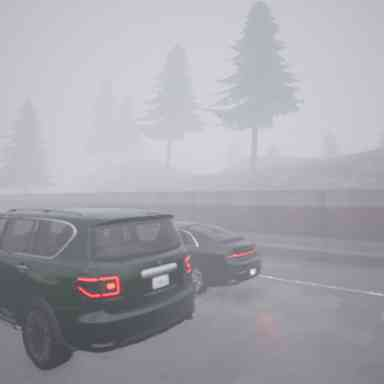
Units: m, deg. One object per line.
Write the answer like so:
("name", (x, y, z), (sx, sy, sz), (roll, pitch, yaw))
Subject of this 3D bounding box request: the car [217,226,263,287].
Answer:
("car", (-0.535, 1.564, 8.963), (4.892, 1.490, 1.837), (-1, 0, 38))

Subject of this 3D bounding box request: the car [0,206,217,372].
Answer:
("car", (-2.509, 1.277, 6.020), (5.566, 2.045, 2.150), (0, 0, 38))
